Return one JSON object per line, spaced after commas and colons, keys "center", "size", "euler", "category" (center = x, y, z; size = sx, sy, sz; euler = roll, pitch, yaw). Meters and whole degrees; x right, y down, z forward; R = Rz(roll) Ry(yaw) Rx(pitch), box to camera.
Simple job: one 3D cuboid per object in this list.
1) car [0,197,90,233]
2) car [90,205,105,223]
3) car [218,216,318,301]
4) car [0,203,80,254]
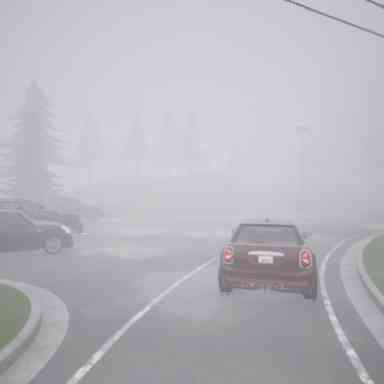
{"center": [-8.132, 1.368, 16.068], "size": [5.566, 2.045, 2.150], "euler": [0, -1, -30], "category": "car"}
{"center": [-10.009, 1.470, 27.132], "size": [5.566, 2.045, 2.150], "euler": [1, -1, -30], "category": "car"}
{"center": [2.087, 1.443, 8.926], "size": [2.097, 1.767, 4.553], "euler": [0, -1, 15], "category": "car"}
{"center": [-6.945, 1.466, 12.708], "size": [4.553, 1.767, 2.097], "euler": [0, -1, -31], "category": "car"}
